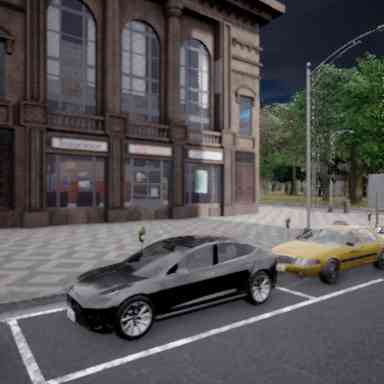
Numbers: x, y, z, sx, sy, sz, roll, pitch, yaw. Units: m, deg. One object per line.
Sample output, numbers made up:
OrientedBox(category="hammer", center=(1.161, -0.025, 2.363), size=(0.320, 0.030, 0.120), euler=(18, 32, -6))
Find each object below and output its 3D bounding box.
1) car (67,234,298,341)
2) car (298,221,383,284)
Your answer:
OrientedBox(category="car", center=(-0.144, 1.572, 6.550), size=(4.313, 1.339, 1.947), euler=(0, 0, -36))
OrientedBox(category="car", center=(4.143, 1.540, 9.612), size=(4.829, 1.417, 1.752), euler=(0, 0, -36))
